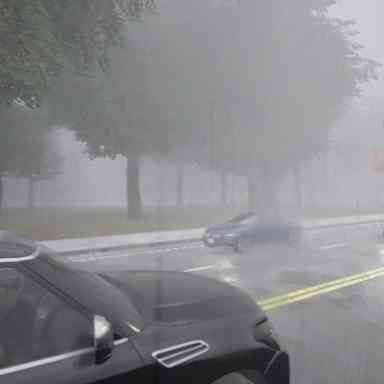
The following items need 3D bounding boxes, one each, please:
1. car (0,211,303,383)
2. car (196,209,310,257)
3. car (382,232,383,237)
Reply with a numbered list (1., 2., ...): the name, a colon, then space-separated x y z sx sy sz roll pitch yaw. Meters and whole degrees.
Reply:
1. car: -1.785 1.222 2.165 5.566 2.045 2.150 0 0 -35
2. car: 2.591 1.514 13.504 4.674 1.442 1.812 0 0 -35
3. car: 11.017 1.535 15.481 5.357 1.411 2.033 0 0 -35
